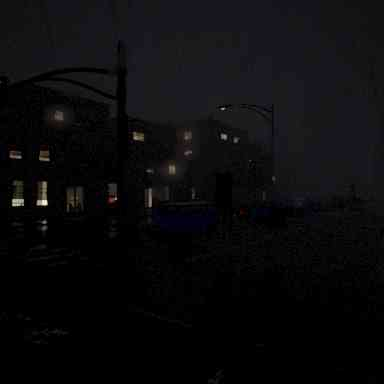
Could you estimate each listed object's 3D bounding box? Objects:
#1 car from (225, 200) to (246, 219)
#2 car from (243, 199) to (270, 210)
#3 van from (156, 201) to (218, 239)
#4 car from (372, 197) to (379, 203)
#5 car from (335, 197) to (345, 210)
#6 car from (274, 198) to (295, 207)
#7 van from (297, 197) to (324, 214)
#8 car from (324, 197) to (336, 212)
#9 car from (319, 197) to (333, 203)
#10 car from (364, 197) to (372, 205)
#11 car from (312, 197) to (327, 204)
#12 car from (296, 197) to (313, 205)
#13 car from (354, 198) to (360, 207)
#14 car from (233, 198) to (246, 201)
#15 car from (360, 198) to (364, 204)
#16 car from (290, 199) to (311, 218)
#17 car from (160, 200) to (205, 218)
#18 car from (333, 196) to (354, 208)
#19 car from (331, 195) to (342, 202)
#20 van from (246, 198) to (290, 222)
[{"bbox_3d":[4.823,1.680,29.320,1.895,1.301,4.718,1,0,35],"label":"car"},{"bbox_3d":[8.800,1.628,45.114,1.887,1.381,4.507,0,0,35],"label":"car"},{"bbox_3d":[-0.167,1.406,17.672,1.690,1.788,3.998,0,0,35],"label":"van"},{"bbox_3d":[44.141,1.899,81.018,1.947,1.339,4.313,0,0,35],"label":"car"},{"bbox_3d":[18.821,1.729,44.820,1.947,1.339,4.313,0,0,35],"label":"car"},{"bbox_3d":[15.130,1.665,54.163,1.887,1.381,4.507,0,0,35],"label":"car"},{"bbox_3d":[12.493,1.469,35.771,1.690,1.788,3.998,0,0,35],"label":"van"},{"bbox_3d":[15.755,1.671,40.435,1.752,1.417,4.829,0,0,35],"label":"car"},{"bbox_3d":[30.953,1.792,76.787,1.947,1.339,4.313,0,0,35],"label":"car"},{"bbox_3d":[34.646,1.809,67.444,1.887,1.381,4.507,0,0,35],"label":"car"},{"bbox_3d":[27.691,1.728,72.122,1.752,1.417,4.829,0,0,35],"label":"car"},{"bbox_3d":[21.459,1.705,63.212,1.887,1.381,4.507,0,0,35],"label":"car"},{"bbox_3d":[25.153,1.516,53.871,2.192,1.841,5.009,0,0,35],"label":"car"},{"bbox_3d":[5.636,1.506,40.590,1.967,1.590,4.097,0,0,35],"label":"car"},{"bbox_3d":[28.414,1.748,58.534,1.752,1.417,4.829,0,0,35],"label":"car"},{"bbox_3d":[9.327,1.655,31.245,1.887,1.381,4.507,0,0,35],"label":"car"},{"bbox_3d":[-0.792,1.558,31.400,1.752,1.417,4.829,0,0,35],"label":"car"},{"bbox_3d":[21.988,1.497,49.346,2.192,1.841,5.009,0,0,35],"label":"car"},{"bbox_3d":[37.284,1.712,85.836,1.967,1.590,4.097,0,0,35],"label":"car"},{"bbox_3d":[6.163,1.436,26.722,1.690,1.788,3.998,0,0,35],"label":"van"}]
